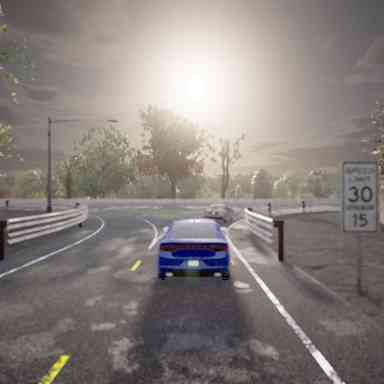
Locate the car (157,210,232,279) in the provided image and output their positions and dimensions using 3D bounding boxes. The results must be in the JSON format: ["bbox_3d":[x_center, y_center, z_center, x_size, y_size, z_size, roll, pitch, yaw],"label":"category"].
[{"bbox_3d":[0.083,1.546,10.337,1.882,1.535,5.008,0,0,1],"label":"car"}]

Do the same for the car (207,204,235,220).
[{"bbox_3d":[2.364,1.731,28.055,2.033,1.411,5.357,0,0,16],"label":"car"}]
